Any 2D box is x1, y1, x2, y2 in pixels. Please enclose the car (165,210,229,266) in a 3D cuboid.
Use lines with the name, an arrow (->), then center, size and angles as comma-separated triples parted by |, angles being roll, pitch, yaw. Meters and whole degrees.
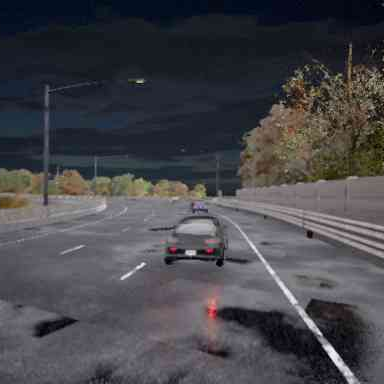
car -> 0.274, 1.573, 11.729 | 1.812, 1.442, 4.674 | 1, 0, 8

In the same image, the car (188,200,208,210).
car -> 0.684, 1.698, 39.148 | 2.033, 1.411, 5.357 | 0, 0, -6
